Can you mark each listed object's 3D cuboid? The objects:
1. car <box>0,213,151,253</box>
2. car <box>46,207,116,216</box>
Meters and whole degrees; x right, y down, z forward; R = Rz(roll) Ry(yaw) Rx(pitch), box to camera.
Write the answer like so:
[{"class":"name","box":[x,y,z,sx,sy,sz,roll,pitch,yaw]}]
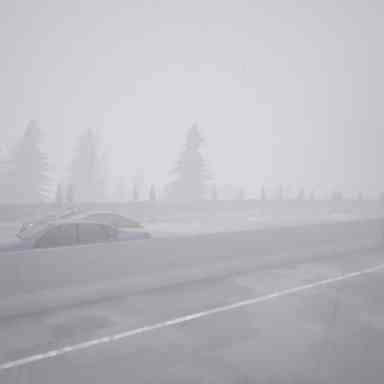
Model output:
[{"class":"car","box":[-3.758,1.555,9.911,5.357,1.411,2.033,0,0,-35]},{"class":"car","box":[-4.208,1.541,13.887,4.674,1.442,1.812,0,0,-35]}]
